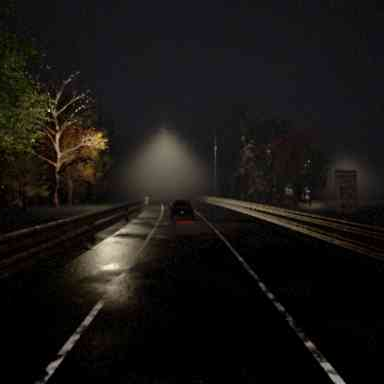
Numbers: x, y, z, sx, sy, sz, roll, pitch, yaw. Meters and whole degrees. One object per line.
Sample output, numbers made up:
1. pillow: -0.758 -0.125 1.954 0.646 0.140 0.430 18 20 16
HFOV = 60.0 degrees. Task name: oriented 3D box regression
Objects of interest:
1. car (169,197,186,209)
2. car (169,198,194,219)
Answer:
1. car: -1.958 1.392 42.996 1.994 1.385 4.181 0 0 -5
2. car: -0.850 1.358 27.771 1.882 1.535 5.008 0 0 -3
